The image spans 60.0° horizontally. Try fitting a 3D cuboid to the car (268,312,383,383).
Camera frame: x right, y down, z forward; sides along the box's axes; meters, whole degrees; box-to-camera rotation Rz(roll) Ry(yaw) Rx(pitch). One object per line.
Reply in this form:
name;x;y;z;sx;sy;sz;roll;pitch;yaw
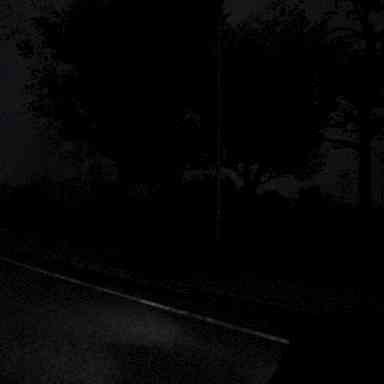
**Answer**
car;2.863;1.609;2.029;4.718;1.301;1.895;0;0;35
